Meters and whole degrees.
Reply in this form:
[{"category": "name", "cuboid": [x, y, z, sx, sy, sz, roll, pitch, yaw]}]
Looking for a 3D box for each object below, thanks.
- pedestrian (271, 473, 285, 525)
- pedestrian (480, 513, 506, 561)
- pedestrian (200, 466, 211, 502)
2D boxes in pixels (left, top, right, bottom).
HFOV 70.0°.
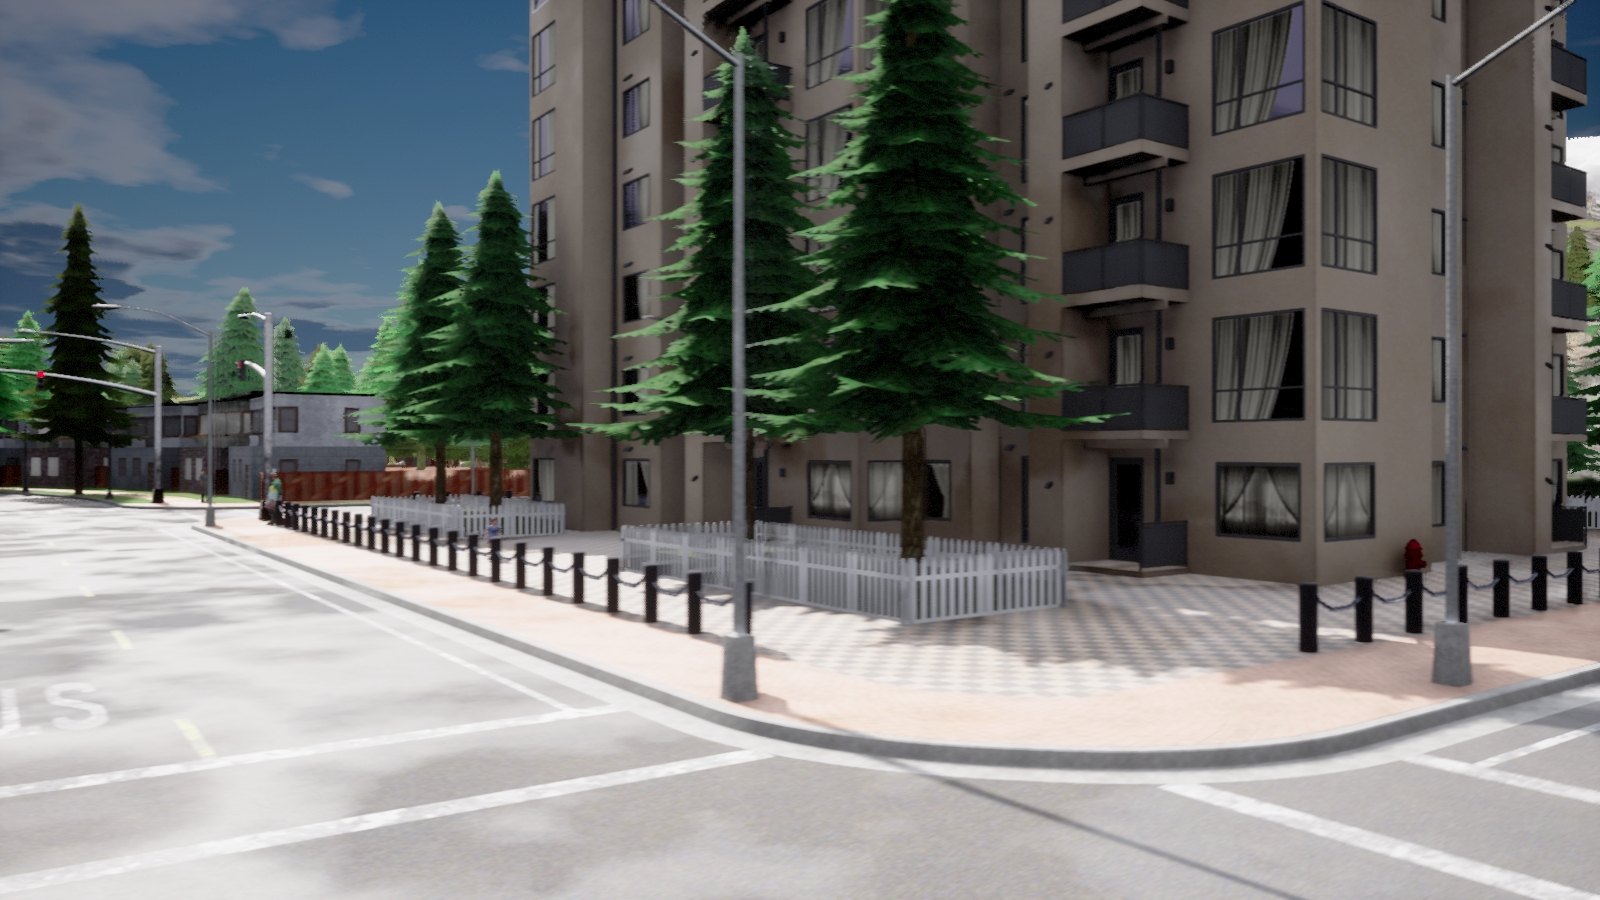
[{"category": "pedestrian", "cuboid": [-18.875, 1.750, 41.337, 0.375, 1.860, 0.375, 0, 0, -39]}, {"category": "pedestrian", "cuboid": [-7.469, 2.106, 27.792, 0.500, 1.100, 0.500, 0, 0, -32]}, {"category": "pedestrian", "cuboid": [-30.774, 1.752, 59.140, 0.375, 1.860, 0.375, 0, 0, 43]}]
